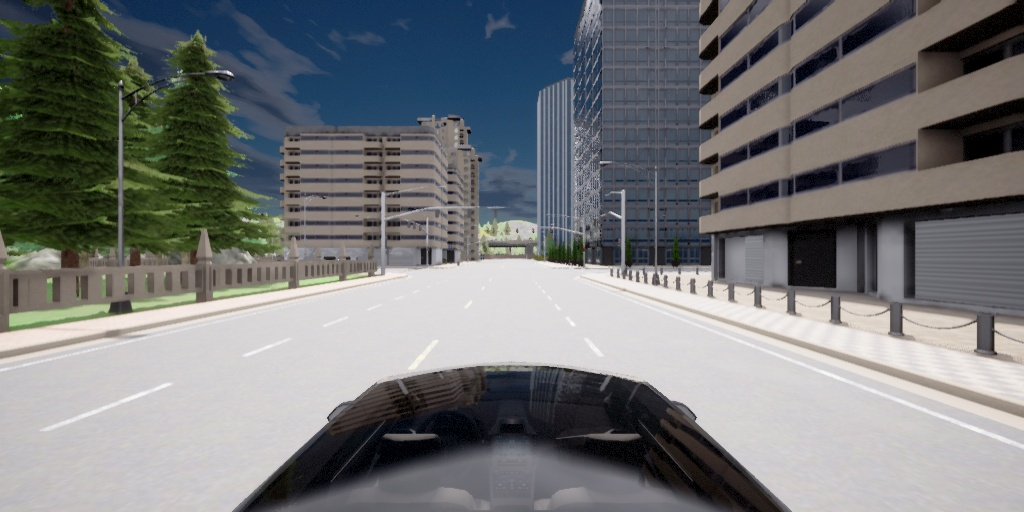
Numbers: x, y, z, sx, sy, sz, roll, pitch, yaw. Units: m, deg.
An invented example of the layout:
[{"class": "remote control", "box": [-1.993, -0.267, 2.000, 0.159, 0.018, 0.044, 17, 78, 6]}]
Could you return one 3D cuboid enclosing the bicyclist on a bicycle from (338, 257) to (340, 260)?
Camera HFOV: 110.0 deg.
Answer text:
[{"class": "bicyclist on a bicycle", "box": [-26.081, 0.968, 54.432, 0.582, 1.620, 1.656, 0, 0, 7]}]
